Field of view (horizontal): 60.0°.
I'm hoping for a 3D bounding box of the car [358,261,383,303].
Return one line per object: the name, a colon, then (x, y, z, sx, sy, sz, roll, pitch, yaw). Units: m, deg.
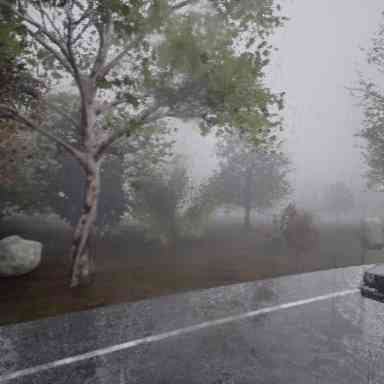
car: (5.969, 1.593, 7.000, 5.357, 1.411, 2.033, 0, -1, -28)
